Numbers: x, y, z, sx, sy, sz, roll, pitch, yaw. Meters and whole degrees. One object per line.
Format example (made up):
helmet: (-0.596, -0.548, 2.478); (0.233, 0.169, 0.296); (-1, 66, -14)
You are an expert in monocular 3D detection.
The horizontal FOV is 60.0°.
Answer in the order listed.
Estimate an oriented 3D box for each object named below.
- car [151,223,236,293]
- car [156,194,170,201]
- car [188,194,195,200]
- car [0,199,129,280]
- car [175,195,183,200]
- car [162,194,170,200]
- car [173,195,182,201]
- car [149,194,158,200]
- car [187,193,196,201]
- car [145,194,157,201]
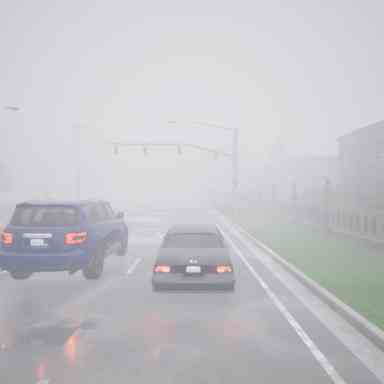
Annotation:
car: (0.043, 1.547, 8.964); (2.033, 1.411, 5.357); (0, 0, 0)
car: (-7.134, 1.581, 83.016); (1.895, 1.301, 4.718); (0, 0, 0)
car: (-0.150, 1.378, 93.001); (1.994, 1.385, 4.181); (0, 0, 0)
car: (-3.450, 1.221, 10.120); (2.150, 2.045, 5.566); (0, 0, 0)
car: (-3.650, 1.420, 93.025); (1.895, 1.301, 4.718); (0, 0, 0)
car: (-7.150, 1.378, 92.989); (1.994, 1.385, 4.181); (0, 0, 0)
car: (-3.633, 1.463, 82.575); (1.882, 1.535, 5.008); (0, 0, 0)
car: (-10.650, 1.303, 92.983); (1.882, 1.535, 5.008); (0, 0, 0)
car: (-0.133, 1.210, 82.611); (2.150, 2.045, 5.566); (0, 0, 0)
car: (-10.634, 1.510, 82.980); (1.812, 1.442, 4.674); (0, 0, 0)
